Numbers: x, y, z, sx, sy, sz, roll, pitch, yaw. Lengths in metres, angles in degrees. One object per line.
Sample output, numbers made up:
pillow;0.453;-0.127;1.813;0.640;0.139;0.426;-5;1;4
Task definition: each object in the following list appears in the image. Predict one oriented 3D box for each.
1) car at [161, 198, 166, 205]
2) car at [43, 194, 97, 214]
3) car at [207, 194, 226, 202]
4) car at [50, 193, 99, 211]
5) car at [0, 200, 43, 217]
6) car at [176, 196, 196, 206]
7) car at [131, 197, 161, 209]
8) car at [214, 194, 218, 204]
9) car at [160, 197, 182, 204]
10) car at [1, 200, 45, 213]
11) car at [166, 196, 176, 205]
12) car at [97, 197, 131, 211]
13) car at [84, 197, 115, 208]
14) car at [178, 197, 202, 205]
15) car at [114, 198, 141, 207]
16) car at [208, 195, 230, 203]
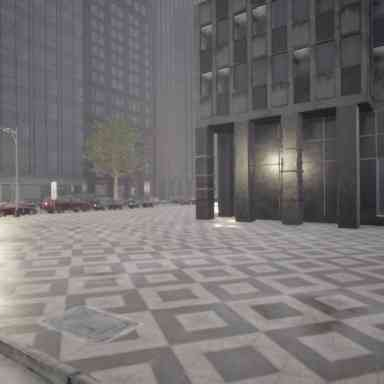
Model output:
car;-7.211;1.546;57.819;1.752;1.417;4.829;-1;0;35
car;-12.929;1.291;34.554;2.192;1.841;5.009;-1;0;35
car;5.710;1.298;76.518;2.192;1.841;5.009;-1;0;35
car;-14.733;1.247;42.080;2.150;2.045;5.566;-1;0;35
car;-16.133;1.577;29.914;1.802;1.307;4.206;-1;0;35
car;-0.105;1.464;53.108;1.887;1.381;4.507;-1;0;35
car;-6.516;1.510;43.830;1.947;1.339;4.313;-1;0;35
car;3.100;1.223;57.748;2.192;1.841;5.009;-1;0;35
car;-3.907;1.576;62.599;1.947;1.339;4.313;-1;0;35
car;-19.938;1.644;39.403;1.947;1.339;4.313;-1;0;35
car;-3.487;1.475;58.213;2.128;1.511;4.902;-1;-1;35
car;-9.722;1.526;39.192;1.947;1.339;4.313;-1;0;35
car;-13.528;1.486;48.681;1.967;1.590;4.097;-1;0;35
car;-0.298;1.507;57.339;1.994;1.385;4.181;-1;0;34
car;-10.319;1.614;53.320;1.802;1.307;4.206;-1;0;35
car;5.373;1.418;65.560;2.128;1.511;4.902;-1;0;35
